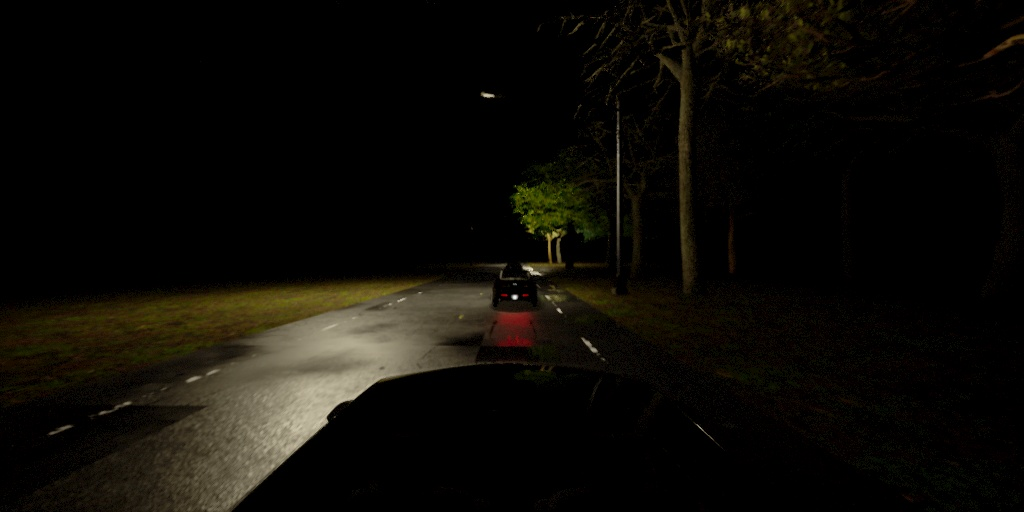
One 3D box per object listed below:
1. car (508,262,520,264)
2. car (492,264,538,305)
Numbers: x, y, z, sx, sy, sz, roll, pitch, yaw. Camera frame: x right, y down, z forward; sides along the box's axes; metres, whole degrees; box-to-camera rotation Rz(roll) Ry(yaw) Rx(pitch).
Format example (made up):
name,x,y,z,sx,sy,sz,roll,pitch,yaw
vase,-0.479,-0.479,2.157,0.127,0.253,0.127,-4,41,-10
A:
name,x,y,z,sx,sy,sz,roll,pitch,yaw
car,0.213,1.385,38.699,1.837,1.490,4.892,0,0,0
car,0.127,1.332,16.396,1.837,1.490,4.892,0,0,0
